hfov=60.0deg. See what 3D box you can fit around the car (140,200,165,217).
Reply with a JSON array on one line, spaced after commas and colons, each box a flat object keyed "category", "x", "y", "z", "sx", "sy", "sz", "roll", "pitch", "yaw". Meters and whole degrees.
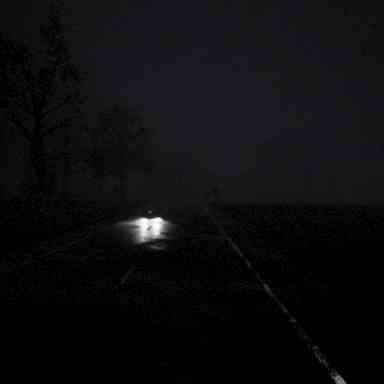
[{"category": "car", "x": -3.591, "y": 1.476, "z": 30.954, "sx": 2.128, "sy": 1.511, "sz": 4.902, "roll": 0, "pitch": 0, "yaw": 0}]
